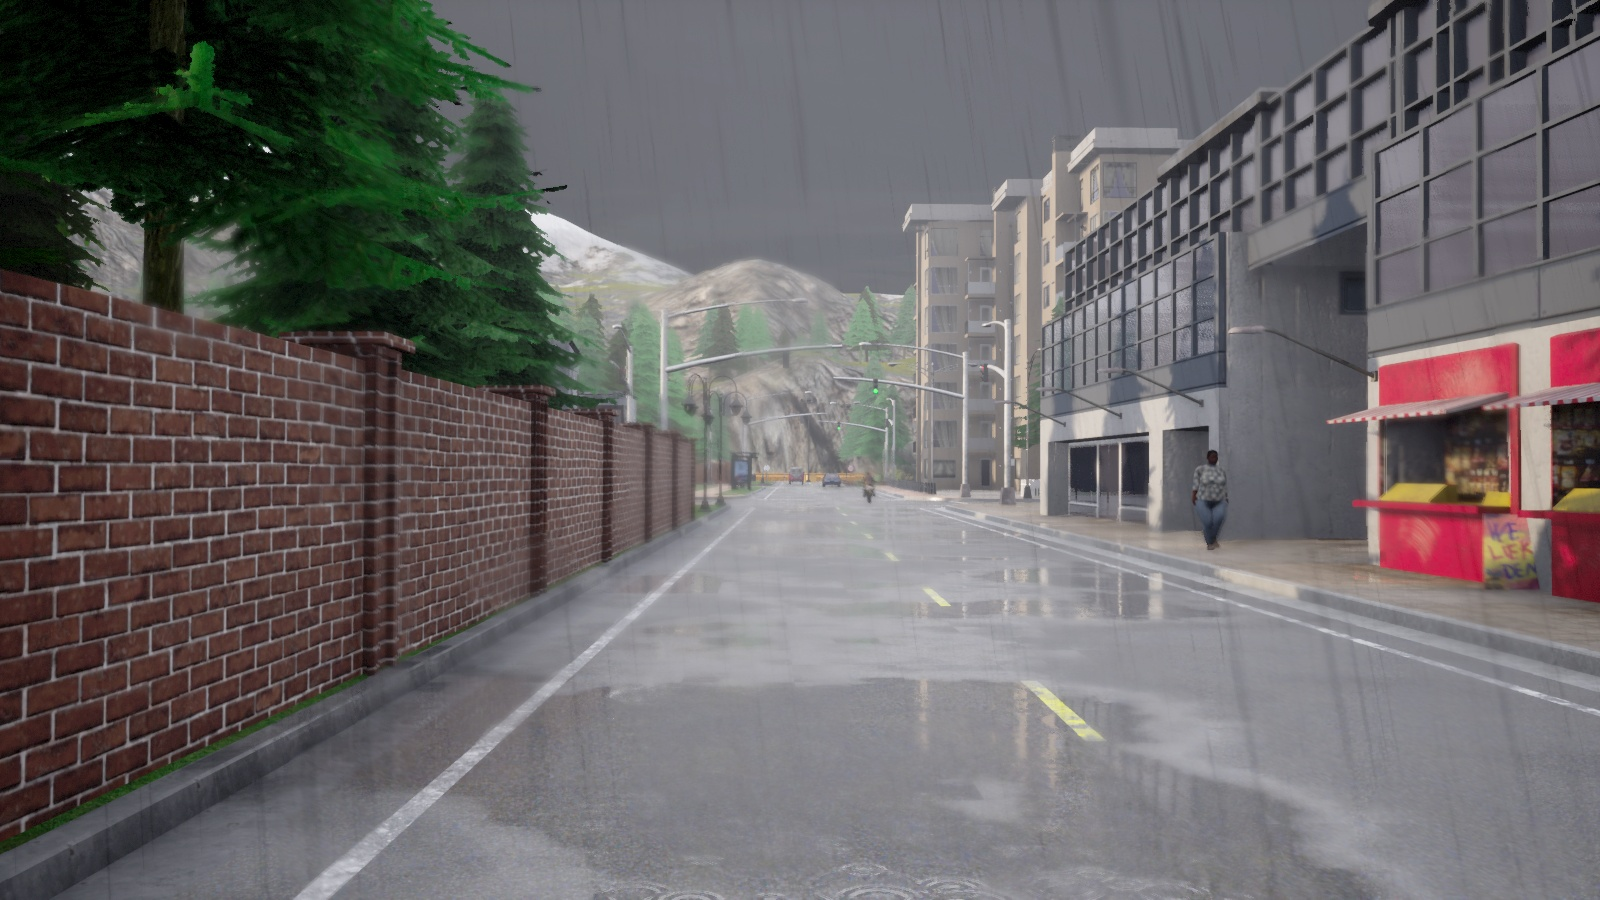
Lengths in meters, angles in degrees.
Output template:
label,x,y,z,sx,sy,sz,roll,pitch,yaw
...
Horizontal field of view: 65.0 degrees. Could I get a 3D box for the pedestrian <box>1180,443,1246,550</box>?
label,x,y,z,sx,sy,sz,roll,pitch,yaw
pedestrian,7.379,0.822,22.461,0.874,1.855,0.900,0,-1,1

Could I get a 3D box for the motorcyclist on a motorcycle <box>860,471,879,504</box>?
label,x,y,z,sx,sy,sz,roll,pitch,yaw
motorcyclist on a motorcycle,3.338,1.796,60.385,0.797,1.523,2.044,0,-1,0
